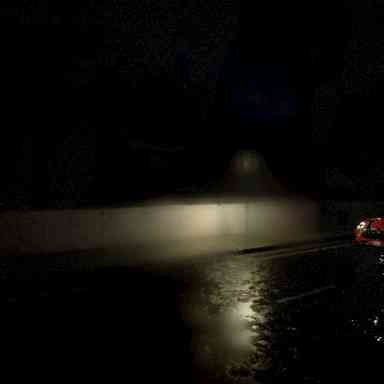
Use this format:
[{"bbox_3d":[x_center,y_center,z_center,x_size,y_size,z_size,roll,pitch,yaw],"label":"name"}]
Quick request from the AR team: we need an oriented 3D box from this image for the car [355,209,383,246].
[{"bbox_3d":[8.891,1.376,14.008,4.553,1.767,2.097,0,0,-35],"label":"car"}]

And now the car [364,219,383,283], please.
[{"bbox_3d":[6.648,1.494,8.419,5.008,1.535,1.882,0,0,-35],"label":"car"}]
